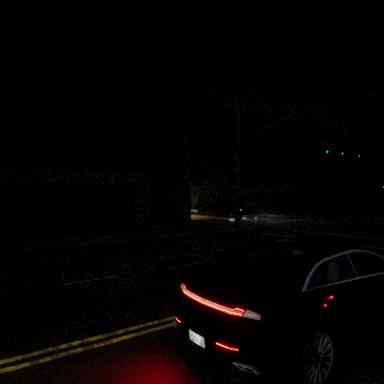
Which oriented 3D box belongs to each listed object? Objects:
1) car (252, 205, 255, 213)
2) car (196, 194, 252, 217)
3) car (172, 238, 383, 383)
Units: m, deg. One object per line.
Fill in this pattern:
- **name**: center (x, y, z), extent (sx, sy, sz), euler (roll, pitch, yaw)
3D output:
- **car**: center (4.325, 1.478, 34.869), extent (1.882, 1.535, 5.008), euler (0, 0, -37)
- **car**: center (2.607, 1.221, 31.326), extent (2.150, 2.045, 5.566), euler (0, 0, -36)
- **car**: center (2.031, 1.492, 5.279), extent (4.902, 1.511, 2.128), euler (0, 0, -35)
